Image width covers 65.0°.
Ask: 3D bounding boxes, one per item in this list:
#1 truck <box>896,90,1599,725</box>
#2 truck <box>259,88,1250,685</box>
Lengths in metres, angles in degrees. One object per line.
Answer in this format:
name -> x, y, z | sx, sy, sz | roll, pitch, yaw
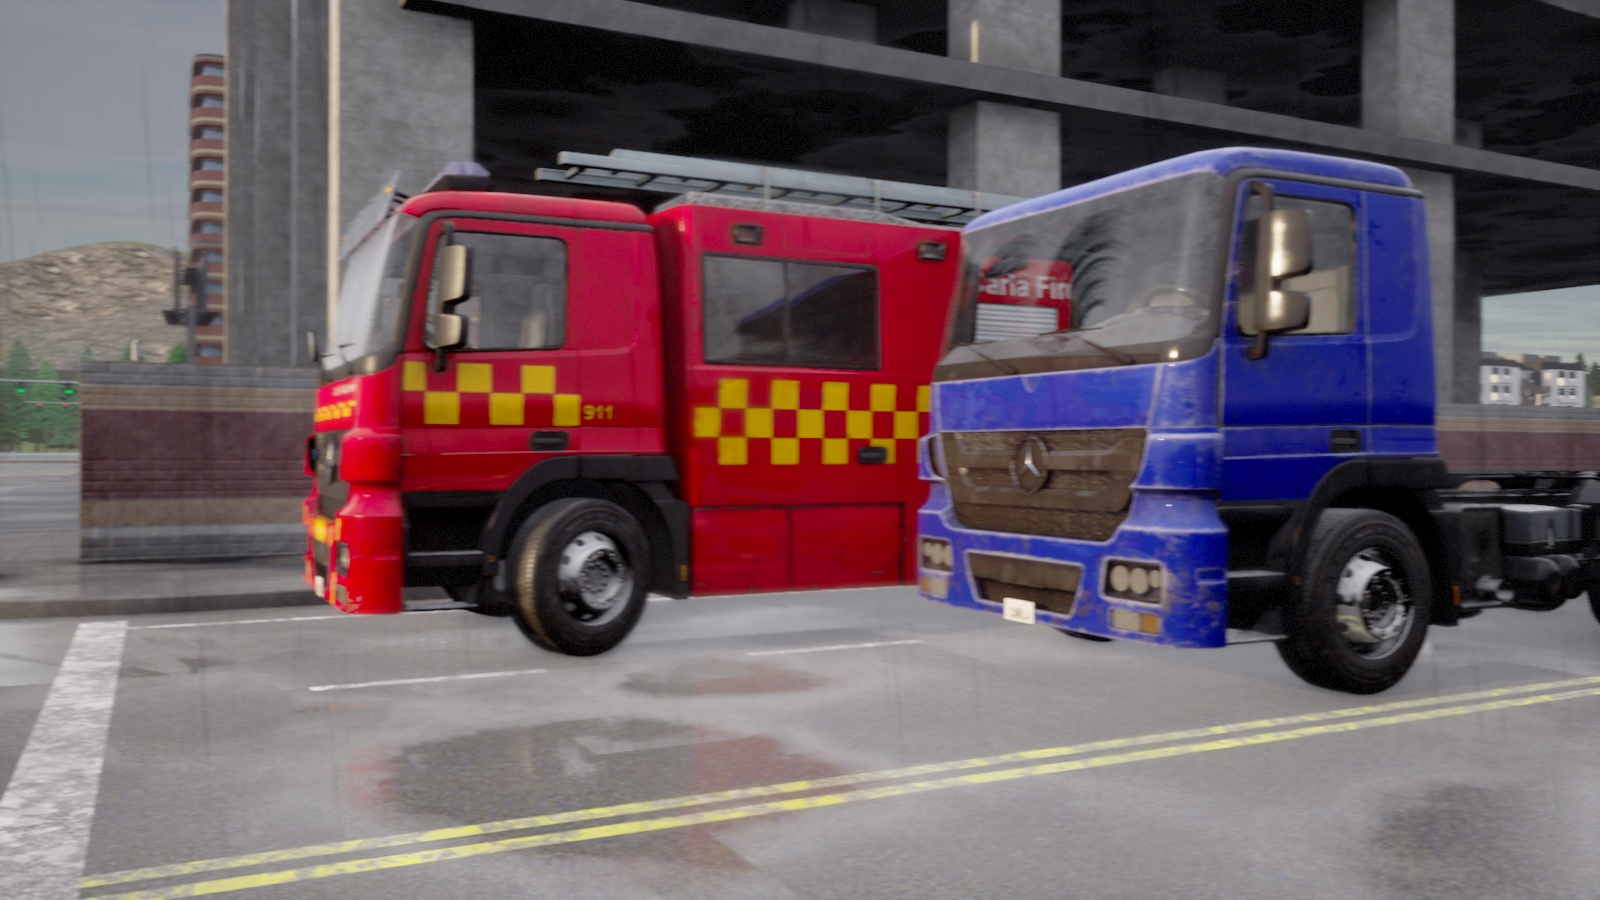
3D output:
truck -> 4.908, -0.234, 9.955 | 7.936, 3.462, 2.891 | 0, 0, -27
truck -> -0.145, -0.409, 11.279 | 8.468, 3.827, 2.891 | 0, 0, -27
